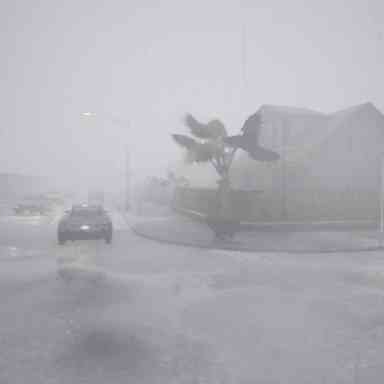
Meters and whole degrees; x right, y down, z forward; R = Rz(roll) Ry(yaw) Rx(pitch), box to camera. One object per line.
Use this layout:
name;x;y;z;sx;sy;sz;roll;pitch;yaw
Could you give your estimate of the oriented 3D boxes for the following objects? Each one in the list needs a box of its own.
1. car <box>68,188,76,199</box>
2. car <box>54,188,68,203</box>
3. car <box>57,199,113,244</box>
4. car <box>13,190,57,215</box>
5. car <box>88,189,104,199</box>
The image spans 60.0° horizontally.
car;-18.176;0.170;48.594;1.812;1.442;4.674;0;1;-15
car;-14.342;0.497;34.444;1.882;1.535;5.008;0;2;-15
car;-4.338;1.187;13.796;1.994;1.385;4.181;0;1;-15
car;-11.675;0.825;24.698;2.033;1.411;5.357;0;1;-15
car;-11.524;0.419;39.992;2.128;1.511;4.902;0;1;-15
